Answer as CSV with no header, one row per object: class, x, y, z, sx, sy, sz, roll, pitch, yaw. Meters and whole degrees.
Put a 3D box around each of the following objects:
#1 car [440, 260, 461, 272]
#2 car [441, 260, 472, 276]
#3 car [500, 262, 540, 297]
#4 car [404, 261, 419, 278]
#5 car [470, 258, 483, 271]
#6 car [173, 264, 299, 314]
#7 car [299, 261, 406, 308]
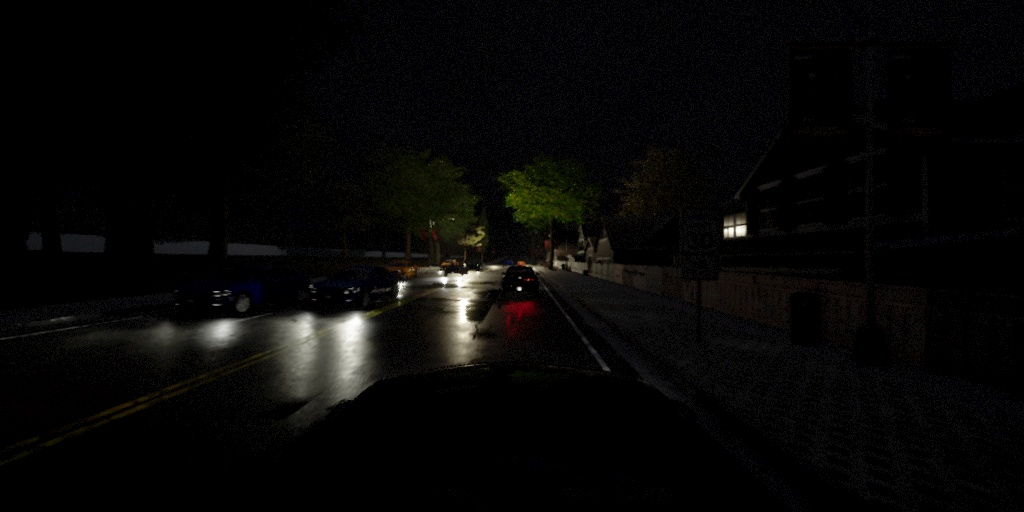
car,-8.480,1.277,49.540,1.882,1.535,5.008,1,0,2
car,-5.592,1.331,36.506,1.895,1.301,4.718,1,0,2
car,0.428,1.273,19.090,1.837,1.490,4.892,1,0,2
car,-9.106,1.123,29.250,1.882,1.535,5.008,1,0,2
car,-5.229,1.217,49.481,2.097,1.767,4.553,1,0,2
car,-9.583,1.093,13.270,1.882,1.535,5.008,1,0,2
car,-6.286,1.142,14.909,1.882,1.535,5.008,1,0,2
